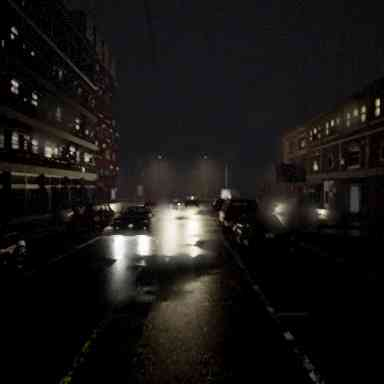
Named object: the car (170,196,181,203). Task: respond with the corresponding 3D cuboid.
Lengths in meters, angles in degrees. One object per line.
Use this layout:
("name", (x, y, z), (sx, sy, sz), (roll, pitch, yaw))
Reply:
("car", (-3.041, 1.404, 62.678), (1.812, 1.442, 4.674), (0, 0, 0))

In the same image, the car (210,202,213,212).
("car", (2.977, 1.417, 34.561), (1.837, 1.490, 4.892), (0, 0, 0))

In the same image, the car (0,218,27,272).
("car", (-5.707, 1.420, 7.828), (1.967, 1.590, 4.097), (-1, 0, 0))

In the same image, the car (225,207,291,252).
("car", (2.672, 1.531, 13.484), (1.947, 1.339, 4.313), (-1, 0, 0))

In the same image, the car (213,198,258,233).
("car", (2.665, 1.266, 19.160), (2.192, 1.841, 5.009), (-1, 0, 0))

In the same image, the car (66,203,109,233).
("car", (-5.714, 1.391, 19.183), (1.967, 1.590, 4.097), (-1, 0, 0))

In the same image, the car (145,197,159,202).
("car", (-5.731, 1.421, 47.571), (1.887, 1.381, 4.507), (-1, 0, 0))

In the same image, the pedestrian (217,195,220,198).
("pedestrian", (2.975, 1.197, 37.496), (0.375, 1.860, 0.375), (-1, 1, -3))

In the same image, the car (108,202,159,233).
("car", (-3.112, 1.515, 18.933), (1.994, 1.385, 4.181), (0, 0, 0))

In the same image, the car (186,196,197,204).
("car", (-0.041, 1.401, 62.512), (1.994, 1.385, 4.181), (0, 0, 0))

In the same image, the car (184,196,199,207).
("car", (-0.027, 1.370, 47.136), (2.128, 1.511, 4.902), (0, 0, 0))
